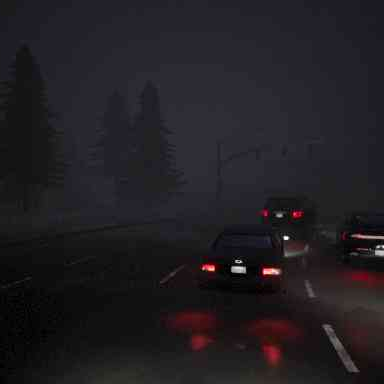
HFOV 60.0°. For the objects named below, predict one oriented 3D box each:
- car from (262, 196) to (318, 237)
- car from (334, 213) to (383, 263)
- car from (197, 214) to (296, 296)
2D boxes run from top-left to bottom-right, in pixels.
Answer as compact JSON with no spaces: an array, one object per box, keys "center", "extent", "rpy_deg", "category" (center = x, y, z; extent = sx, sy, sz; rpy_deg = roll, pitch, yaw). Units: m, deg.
[{"center":[5.477,1.222,18.307],"extent":[2.150,2.045,5.566],"rpy_deg":[0,0,28],"category":"car"},{"center":[6.123,1.492,11.567],"extent":[2.128,1.511,4.902],"rpy_deg":[0,0,20],"category":"car"},{"center":[1.540,1.548,8.858],"extent":[2.033,1.411,5.357],"rpy_deg":[0,0,15],"category":"car"}]
